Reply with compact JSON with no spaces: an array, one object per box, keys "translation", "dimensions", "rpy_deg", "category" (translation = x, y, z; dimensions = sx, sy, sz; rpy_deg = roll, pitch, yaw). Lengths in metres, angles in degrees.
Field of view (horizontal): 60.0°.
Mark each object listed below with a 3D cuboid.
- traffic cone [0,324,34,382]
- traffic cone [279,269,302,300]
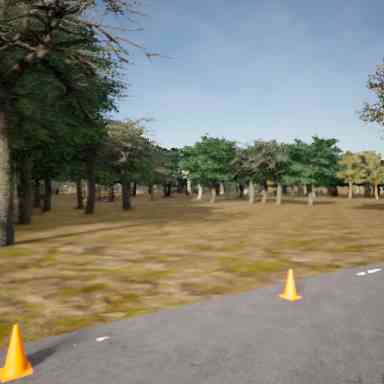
[{"translation":[-2.175,1.937,4.123],"dimensions":[0.340,0.580,0.340],"rpy_deg":[0,0,-35],"category":"traffic cone"},{"translation":[2.067,1.903,6.957],"dimensions":[0.340,0.580,0.340],"rpy_deg":[-1,1,-33],"category":"traffic cone"}]
